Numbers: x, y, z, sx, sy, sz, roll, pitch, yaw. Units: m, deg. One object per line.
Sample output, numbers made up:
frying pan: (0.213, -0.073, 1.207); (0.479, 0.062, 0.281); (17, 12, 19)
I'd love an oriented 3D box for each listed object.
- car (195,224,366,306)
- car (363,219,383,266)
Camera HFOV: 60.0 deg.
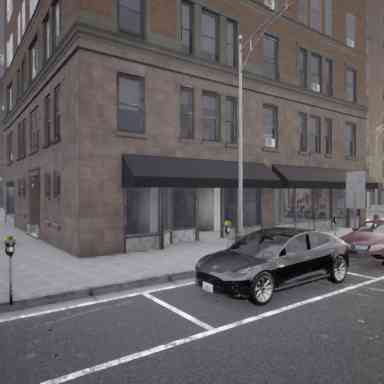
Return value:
car: (2.088, 1.566, 8.056); (4.313, 1.339, 1.947); (0, 0, -36)
car: (6.550, 1.582, 11.274); (4.206, 1.307, 1.802); (0, 0, -36)
